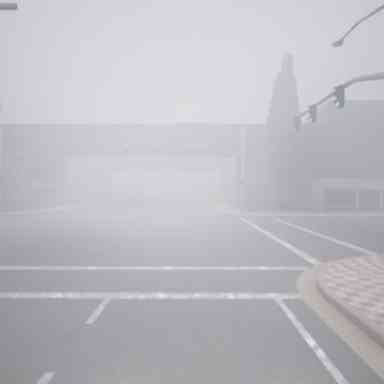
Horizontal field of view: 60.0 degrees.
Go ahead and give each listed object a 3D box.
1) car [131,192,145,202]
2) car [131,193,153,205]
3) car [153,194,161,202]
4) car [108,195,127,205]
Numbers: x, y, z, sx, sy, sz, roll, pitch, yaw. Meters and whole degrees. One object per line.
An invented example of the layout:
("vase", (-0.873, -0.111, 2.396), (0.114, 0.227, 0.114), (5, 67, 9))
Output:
("car", (-10.789, 0.951, 66.529), (2.097, 1.767, 4.553), (0, 0, 1))
("car", (-7.510, 1.227, 49.774), (1.812, 1.442, 4.674), (0, 0, 1))
("car", (-7.287, 1.145, 66.453), (2.033, 1.411, 5.357), (0, 0, 1))
("car", (-11.009, 1.226, 49.807), (1.812, 1.442, 4.674), (0, 0, 1))
